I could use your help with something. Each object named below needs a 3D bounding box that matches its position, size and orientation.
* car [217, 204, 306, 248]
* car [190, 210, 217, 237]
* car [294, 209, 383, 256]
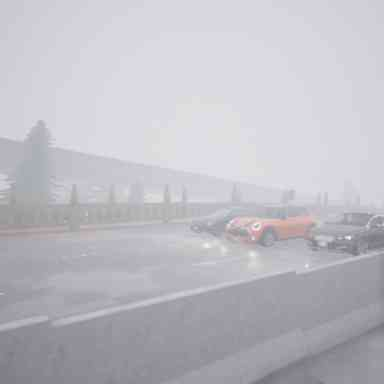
[{"bbox_3d":[3.697,1.397,15.220,4.553,1.767,2.097,0,0,-35],"label":"car"},{"bbox_3d":[2.089,1.573,18.373,4.674,1.442,1.812,0,0,-35],"label":"car"},{"bbox_3d":[6.510,1.539,12.928,4.902,1.511,2.128,0,0,-35],"label":"car"}]
